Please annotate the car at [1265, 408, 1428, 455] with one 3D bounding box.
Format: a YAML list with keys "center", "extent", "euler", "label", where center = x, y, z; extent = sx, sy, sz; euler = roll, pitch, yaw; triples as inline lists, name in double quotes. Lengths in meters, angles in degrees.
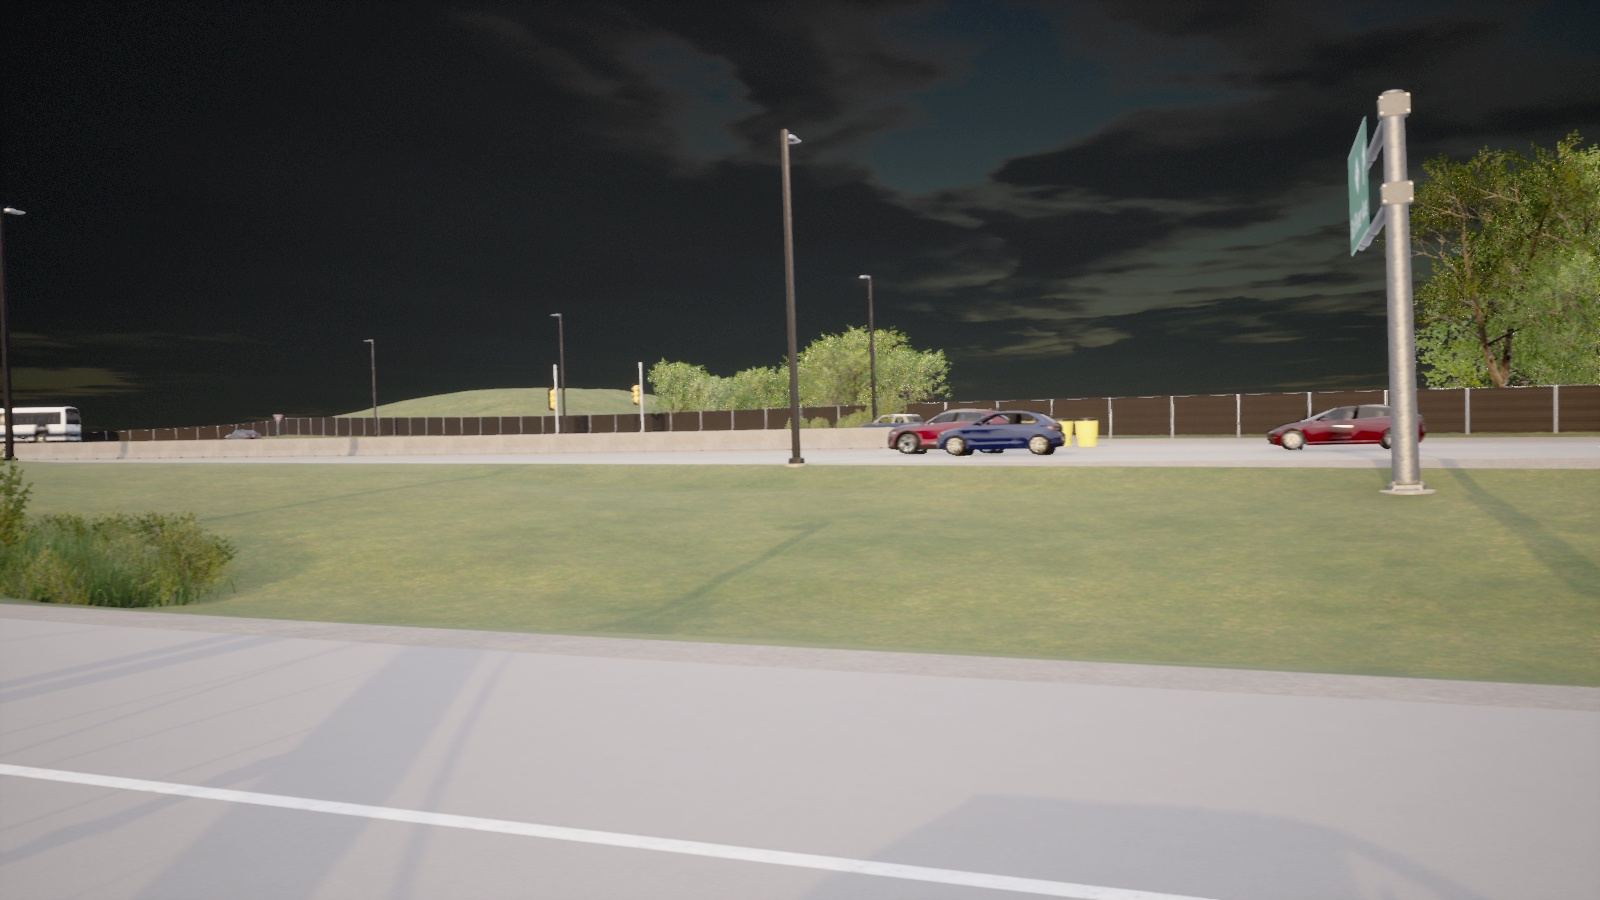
- center: [17.834, -0.595, 41.250]
  extent: [4.792, 1.488, 2.163]
  euler: [0, 1, 20]
  label: "car"

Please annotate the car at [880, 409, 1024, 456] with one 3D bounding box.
- center: [5.546, -0.618, 45.745]
  extent: [4.856, 1.649, 2.033]
  euler: [0, 1, 20]
  label: "car"

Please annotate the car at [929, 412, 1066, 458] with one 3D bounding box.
- center: [6.553, -0.494, 41.651]
  extent: [4.193, 1.474, 1.816]
  euler: [0, 1, 20]
  label: "car"

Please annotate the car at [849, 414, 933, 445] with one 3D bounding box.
- center: [4.533, -1.039, 63.008]
  extent: [3.806, 1.475, 1.970]
  euler: [1, 2, 44]
  label: "car"
